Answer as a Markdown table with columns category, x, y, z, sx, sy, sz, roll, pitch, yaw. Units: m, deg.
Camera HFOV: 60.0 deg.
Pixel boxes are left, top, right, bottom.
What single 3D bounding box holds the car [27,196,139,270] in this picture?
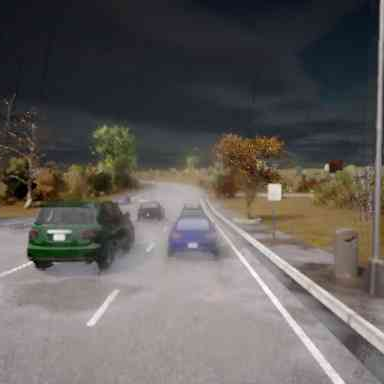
| category | x | y | z | sx | sy | sz | roll | pitch | yaw |
| --- | --- | --- | --- | --- | --- | --- | --- | --- | --- |
| car | -3.467 | 1.292 | 11.430 | 2.150 | 2.045 | 5.566 | 0 | 0 | 0 |

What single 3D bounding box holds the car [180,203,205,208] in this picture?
| category | x | y | z | sx | sy | sz | roll | pitch | yaw |
| --- | --- | --- | --- | --- | --- | --- | --- | --- | --- |
| car | 0.046 | 1.658 | 27.532 | 2.128 | 1.511 | 4.902 | 0 | 0 | 1 |

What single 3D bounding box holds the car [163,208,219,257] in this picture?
| category | x | y | z | sx | sy | sz | roll | pitch | yaw |
| --- | --- | --- | --- | --- | --- | --- | --- | --- | --- |
| car | 0.052 | 1.606 | 13.256 | 1.812 | 1.442 | 4.674 | 0 | 0 | 1 |

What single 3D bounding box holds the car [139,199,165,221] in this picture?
| category | x | y | z | sx | sy | sz | roll | pitch | yaw |
| --- | --- | --- | --- | --- | --- | --- | --- | --- | --- |
| car | -3.443 | 1.651 | 28.808 | 1.882 | 1.535 | 5.008 | 0 | 0 | 1 |

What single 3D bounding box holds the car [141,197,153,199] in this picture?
| category | x | y | z | sx | sy | sz | roll | pitch | yaw |
| --- | --- | --- | --- | --- | --- | --- | --- | --- | --- |
| car | -7.078 | 1.389 | 51.508 | 1.895 | 1.301 | 4.718 | 0 | 3 | 0 |
